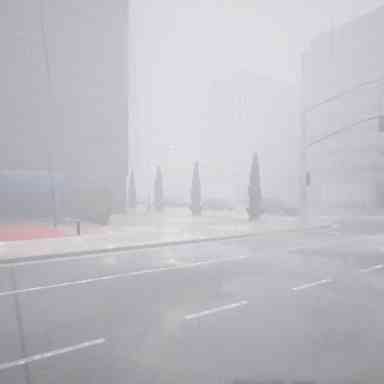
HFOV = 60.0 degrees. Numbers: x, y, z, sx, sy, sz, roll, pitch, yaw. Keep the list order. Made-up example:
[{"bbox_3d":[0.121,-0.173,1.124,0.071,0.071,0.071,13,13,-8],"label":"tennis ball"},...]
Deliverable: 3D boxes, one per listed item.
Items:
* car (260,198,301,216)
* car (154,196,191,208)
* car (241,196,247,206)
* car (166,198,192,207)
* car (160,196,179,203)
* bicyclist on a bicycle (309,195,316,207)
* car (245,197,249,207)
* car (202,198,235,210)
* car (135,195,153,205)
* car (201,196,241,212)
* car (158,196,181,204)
[{"bbox_3d":[8.219,1.352,32.185,2.097,1.767,4.553,0,0,-35],"label":"car"},{"bbox_3d":[-2.904,1.547,48.197,2.033,1.411,5.357,0,0,-35],"label":"car"},{"bbox_3d":[7.970,1.352,51.296,2.097,1.767,4.553,0,0,-35],"label":"car"},{"bbox_3d":[-2.179,1.601,53.302,1.895,1.301,4.718,0,0,-35],"label":"car"},{"bbox_3d":[-4.737,1.601,69.549,1.895,1.301,4.718,0,0,-35],"label":"car"},{"bbox_3d":[16.964,1.301,46.732,1.656,1.620,0.582,0,0,-35],"label":"bicyclist on a bicycle"},{"bbox_3d":[8.535,1.564,37.866,1.994,1.385,4.181,0,0,-35],"label":"car"},{"bbox_3d":[3.539,1.526,45.059,1.812,1.442,4.674,0,0,-35],"label":"car"},{"bbox_3d":[-9.032,1.526,57.092,1.812,1.442,4.674,0,0,-34],"label":"car"},{"bbox_3d":[3.026,1.491,39.661,2.128,1.511,4.902,0,0,-35],"label":"car"},{"bbox_3d":[-4.210,1.491,62.608,2.128,1.511,4.902,0,0,-34],"label":"car"}]
